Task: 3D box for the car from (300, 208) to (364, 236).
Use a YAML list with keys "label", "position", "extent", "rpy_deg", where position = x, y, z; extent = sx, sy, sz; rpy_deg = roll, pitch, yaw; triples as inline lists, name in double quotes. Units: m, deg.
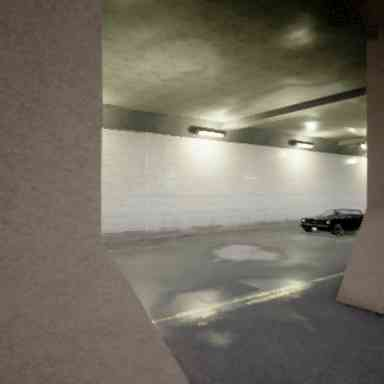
- label: "car"
  position: [8.065, 1.579, 18.248]
  extent: [4.718, 1.301, 1.895]
  rpy_deg: [0, 0, -35]
